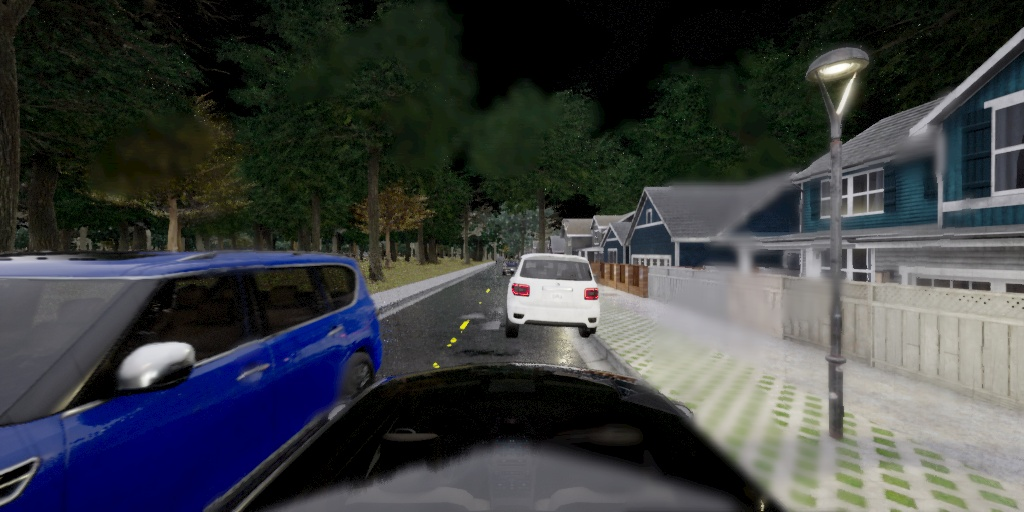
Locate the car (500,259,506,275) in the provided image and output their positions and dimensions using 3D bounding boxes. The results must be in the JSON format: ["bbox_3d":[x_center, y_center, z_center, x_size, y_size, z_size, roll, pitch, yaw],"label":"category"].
[{"bbox_3d":[0.014,1.340,38.454,1.994,1.385,4.181,0,0,1],"label":"car"}]

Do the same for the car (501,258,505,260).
[{"bbox_3d":[-0.118,1.341,48.201,1.994,1.385,4.181,0,0,2],"label":"car"}]

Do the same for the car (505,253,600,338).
[{"bbox_3d":[0.962,1.011,10.354,2.150,2.045,5.566,3,-1,0],"label":"car"}]

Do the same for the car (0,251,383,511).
[{"bbox_3d":[-2.753,0.971,2.488,2.150,2.045,5.566,0,0,0],"label":"car"}]
